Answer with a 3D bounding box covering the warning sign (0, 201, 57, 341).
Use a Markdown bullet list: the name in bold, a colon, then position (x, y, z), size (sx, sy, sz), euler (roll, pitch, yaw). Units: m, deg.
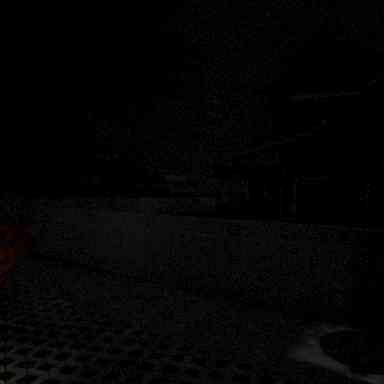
- **warning sign**: position (-2.958, 1.086, 4.933), size (1.060, 1.860, 1.300), euler (4, 0, 37)
